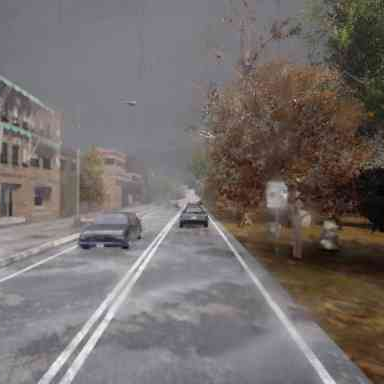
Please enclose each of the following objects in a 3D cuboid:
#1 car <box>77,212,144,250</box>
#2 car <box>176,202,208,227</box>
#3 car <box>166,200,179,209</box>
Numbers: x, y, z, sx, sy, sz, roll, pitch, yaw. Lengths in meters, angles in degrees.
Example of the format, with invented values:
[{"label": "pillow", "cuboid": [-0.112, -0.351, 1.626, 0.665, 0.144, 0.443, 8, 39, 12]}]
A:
[{"label": "car", "cuboid": [-3.336, 1.593, 14.751, 2.033, 1.411, 5.357, 0, 0, 0]}, {"label": "car", "cuboid": [0.133, 1.687, 23.994, 1.994, 1.385, 4.181, 0, -1, 0]}, {"label": "car", "cuboid": [-3.172, 2.003, 54.705, 1.812, 1.442, 4.674, 0, -1, 1]}]
